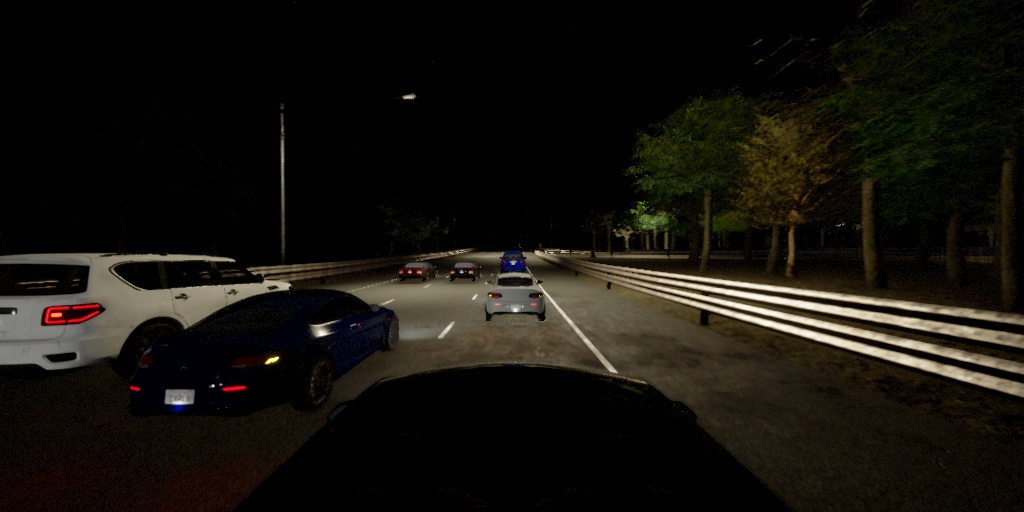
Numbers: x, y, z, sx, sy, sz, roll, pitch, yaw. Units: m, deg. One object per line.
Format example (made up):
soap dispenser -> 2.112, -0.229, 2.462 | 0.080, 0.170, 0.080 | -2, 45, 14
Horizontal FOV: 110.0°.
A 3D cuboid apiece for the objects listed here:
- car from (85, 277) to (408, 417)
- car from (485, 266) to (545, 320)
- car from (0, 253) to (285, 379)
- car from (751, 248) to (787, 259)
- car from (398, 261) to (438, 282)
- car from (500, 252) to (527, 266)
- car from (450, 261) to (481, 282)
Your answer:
car -> -3.388, 1.274, 5.964 | 1.812, 1.442, 4.674 | 0, 0, 0
car -> 0.098, 1.257, 12.353 | 1.812, 1.442, 4.674 | 0, 0, 0
car -> -6.900, 0.968, 7.428 | 2.150, 2.045, 5.566 | 0, 0, 0
car -> 34.934, -0.348, 48.899 | 1.812, 1.442, 4.674 | -1, 1, -39
car -> -6.903, 1.077, 26.741 | 2.033, 1.411, 5.357 | 0, 1, 0
car -> 0.097, 0.628, 31.603 | 2.150, 2.045, 5.566 | 0, 2, 0
car -> -3.400, 1.077, 26.748 | 2.033, 1.411, 5.357 | 0, 1, 0
